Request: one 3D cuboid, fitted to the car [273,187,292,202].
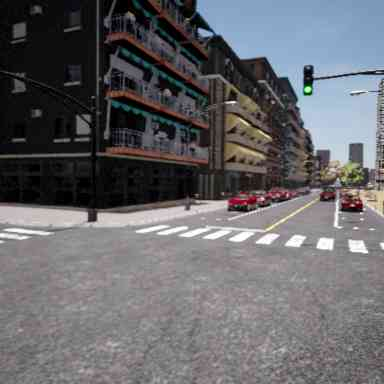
[{"bbox_3d":[11.170,0.322,43.377,2.192,1.841,5.009,1,1,24],"label":"car"}]

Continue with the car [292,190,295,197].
[{"bbox_3d":[13.451,0.358,48.545,1.967,1.590,4.097,1,1,24],"label":"car"}]

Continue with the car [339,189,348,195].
[{"bbox_3d":[37.085,0.080,81.398,1.887,1.381,4.507,1,1,24],"label":"car"}]

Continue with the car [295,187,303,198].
[{"bbox_3d":[18.015,0.321,58.882,1.802,1.307,4.206,1,1,24],"label":"car"}]

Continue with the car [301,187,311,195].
[{"bbox_3d":[24.865,-0.213,74.376,2.192,1.841,5.009,1,1,24],"label":"car"}]

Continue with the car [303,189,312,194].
[{"bbox_3d":[29.428,-0.122,84.713,1.802,1.307,4.206,1,1,24],"label":"car"}]

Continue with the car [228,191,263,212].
[{"bbox_3d":[4.321,0.822,27.881,1.887,1.381,4.507,1,1,24],"label":"car"}]

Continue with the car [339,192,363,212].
[{"bbox_3d":[14.260,0.971,29.732,1.887,1.381,4.507,1,1,24],"label":"car"}]

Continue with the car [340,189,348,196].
[{"bbox_3d":[34.871,0.146,76.387,1.752,1.417,4.829,1,1,24],"label":"car"}]

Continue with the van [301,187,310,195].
[{"bbox_3d":[27.147,-0.275,79.541,1.690,1.788,3.998,1,1,24],"label":"van"}]

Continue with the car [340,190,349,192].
[{"bbox_3d":[23.390,0.619,50.398,2.008,1.369,4.403,1,1,24],"label":"car"}]

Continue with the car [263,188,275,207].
[{"bbox_3d":[6.604,0.627,33.046,1.967,1.590,4.097,1,1,24],"label":"car"}]

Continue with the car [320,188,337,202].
[{"bbox_3d":[19.479,0.534,47.837,1.882,1.535,5.008,2,2,24],"label":"car"}]

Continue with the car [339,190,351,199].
[{"bbox_3d":[27.955,0.434,60.731,1.887,1.381,4.507,1,1,24],"label":"car"}]
